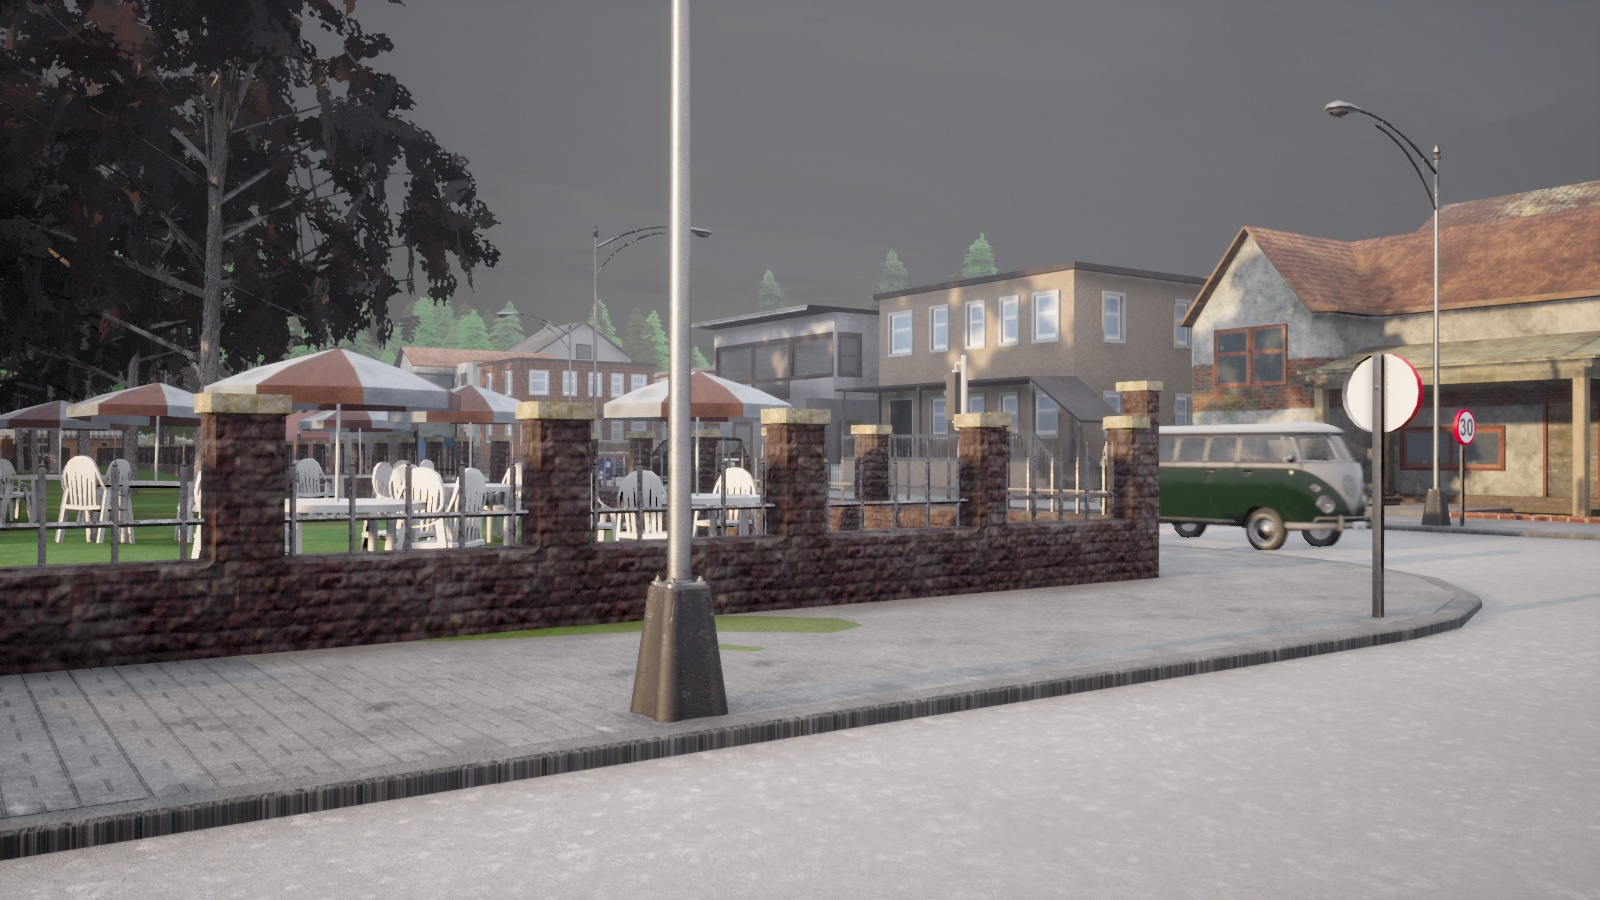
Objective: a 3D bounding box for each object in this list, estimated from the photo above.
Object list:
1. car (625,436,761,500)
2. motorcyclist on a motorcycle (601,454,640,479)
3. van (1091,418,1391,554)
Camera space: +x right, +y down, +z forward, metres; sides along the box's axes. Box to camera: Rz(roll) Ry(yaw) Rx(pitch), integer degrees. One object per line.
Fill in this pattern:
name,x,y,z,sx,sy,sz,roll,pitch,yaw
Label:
car,-3.768,0.577,43.111,2.150,2.045,5.566,0,0,-35
motorcyclist on a motorcycle,-10.981,0.991,76.728,2.191,1.530,0.866,0,0,-35
van,7.082,0.533,20.625,1.775,1.987,4.442,0,0,-35
